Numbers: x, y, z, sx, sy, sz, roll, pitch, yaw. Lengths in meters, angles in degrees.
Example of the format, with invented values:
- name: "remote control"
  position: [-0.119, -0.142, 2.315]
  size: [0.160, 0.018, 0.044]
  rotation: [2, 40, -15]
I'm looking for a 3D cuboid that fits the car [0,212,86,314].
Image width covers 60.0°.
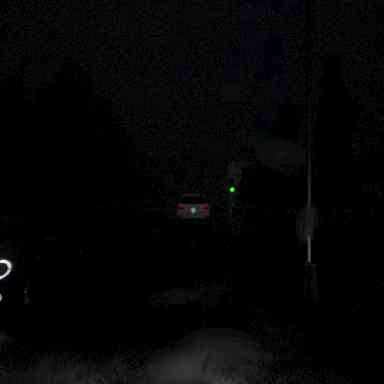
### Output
- name: "car"
  position: [-4.069, 1.327, 7.596]
  size: [2.097, 1.767, 4.553]
  rotation: [0, 0, 0]

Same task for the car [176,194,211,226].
- name: "car"
  position: [0.089, 1.147, 22.733]
  size: [2.150, 2.045, 5.566]
  rotation: [0, 0, 0]
